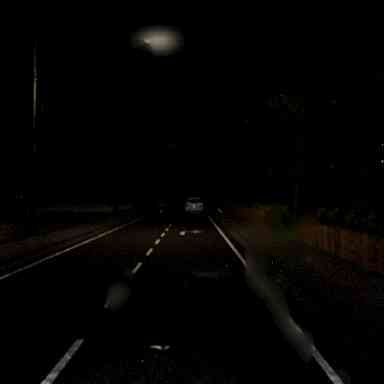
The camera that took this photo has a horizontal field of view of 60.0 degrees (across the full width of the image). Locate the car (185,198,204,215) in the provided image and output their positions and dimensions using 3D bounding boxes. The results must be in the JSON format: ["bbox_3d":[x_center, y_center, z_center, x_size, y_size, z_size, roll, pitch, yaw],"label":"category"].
[{"bbox_3d":[0.338,1.772,41.863,2.150,2.045,5.566,0,0,2],"label":"car"}]

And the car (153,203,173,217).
[{"bbox_3d":[-3.286,1.968,37.654,1.882,1.535,5.008,0,-1,0],"label":"car"}]
